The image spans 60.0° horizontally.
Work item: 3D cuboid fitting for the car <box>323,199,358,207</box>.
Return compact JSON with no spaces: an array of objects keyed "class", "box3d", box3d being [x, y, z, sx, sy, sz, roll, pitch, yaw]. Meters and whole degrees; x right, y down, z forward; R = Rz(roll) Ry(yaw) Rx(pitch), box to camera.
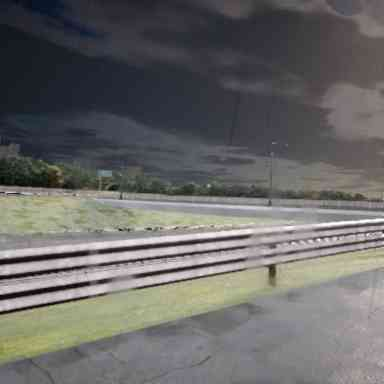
[{"class":"car","box3d":[22.564,1.866,50.513,4.892,1.490,1.837,1,0,28]}]
